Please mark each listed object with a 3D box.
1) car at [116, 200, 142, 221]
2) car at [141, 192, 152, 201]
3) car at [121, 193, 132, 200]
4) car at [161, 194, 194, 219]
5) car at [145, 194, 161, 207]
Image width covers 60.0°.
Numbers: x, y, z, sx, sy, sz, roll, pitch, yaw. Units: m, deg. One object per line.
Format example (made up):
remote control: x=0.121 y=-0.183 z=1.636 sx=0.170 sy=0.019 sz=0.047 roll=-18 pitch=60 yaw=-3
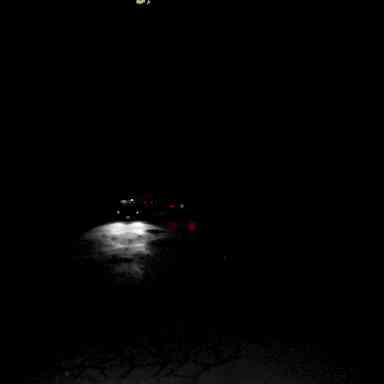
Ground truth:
car: x=-5.193 y=1.621 z=27.577 sx=1.895 sy=1.301 sz=4.718 roll=-1 pitch=0 yaw=-8
car: x=-8.849 y=0.854 z=65.808 sx=2.097 sy=1.767 sz=4.553 roll=-1 pitch=1 yaw=-17
car: x=-14.134 y=0.920 z=71.466 sx=1.812 sy=1.442 sz=4.674 roll=-1 pitch=2 yaw=-21
car: x=-1.183 y=1.197 z=29.004 sx=2.150 sy=2.045 sz=5.566 roll=-1 pitch=0 yaw=-9
car: x=-5.256 y=1.361 z=47.527 sx=2.033 sy=1.411 sz=5.357 roll=-1 pitch=1 yaw=-9
